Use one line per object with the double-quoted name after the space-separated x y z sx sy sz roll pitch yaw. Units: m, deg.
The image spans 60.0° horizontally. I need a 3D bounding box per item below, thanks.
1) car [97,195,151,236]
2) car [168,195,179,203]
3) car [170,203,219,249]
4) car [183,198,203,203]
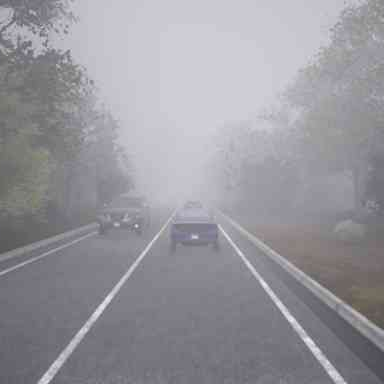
-3.601 1.188 18.652 2.150 2.045 5.566 0 0 0 "car"
-3.507 1.293 64.223 1.882 1.535 5.008 0 0 0 "car"
0.098 1.458 14.454 1.882 1.535 5.008 0 0 0 "car"
0.098 1.400 34.732 2.128 1.511 4.902 0 0 0 "car"
